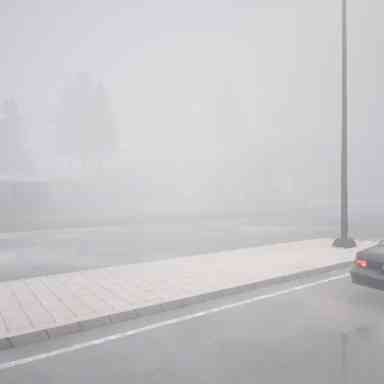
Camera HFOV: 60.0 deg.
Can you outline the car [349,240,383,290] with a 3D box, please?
[{"bbox_3d":[5.944,1.547,7.985,5.357,1.411,2.033,0,0,-35],"label":"car"}]
